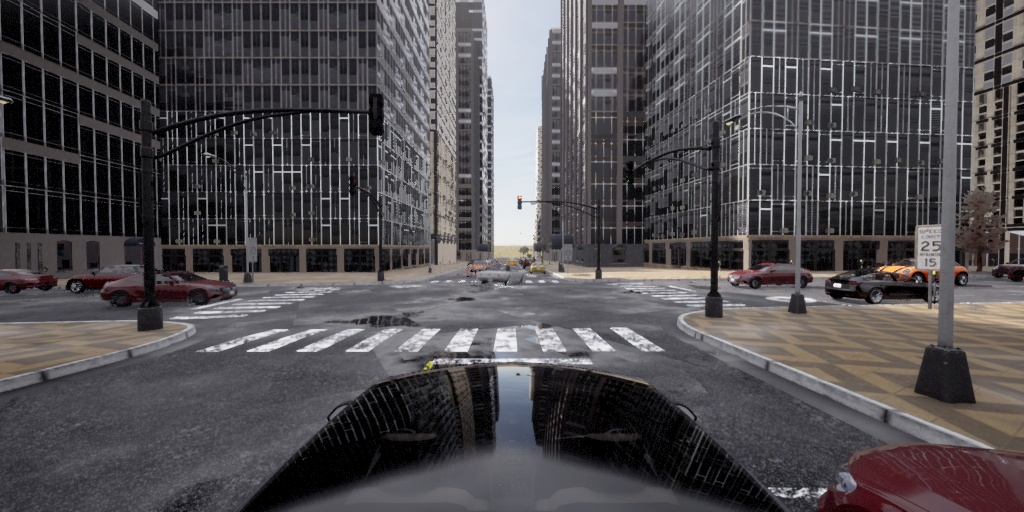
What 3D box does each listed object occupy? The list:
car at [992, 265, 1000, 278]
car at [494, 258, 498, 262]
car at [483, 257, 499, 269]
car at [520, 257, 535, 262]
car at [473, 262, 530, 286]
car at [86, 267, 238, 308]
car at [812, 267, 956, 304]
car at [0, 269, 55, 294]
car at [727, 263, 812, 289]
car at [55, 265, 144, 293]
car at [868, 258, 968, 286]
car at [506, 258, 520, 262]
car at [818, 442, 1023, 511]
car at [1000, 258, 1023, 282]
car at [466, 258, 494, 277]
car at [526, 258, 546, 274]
[{"bbox_3d":[37.693,0.864,26.110,4.097,1.591,1.967,0,0,-5],"label":"car"},{"bbox_3d":[-3.116,1.203,44.214,1.882,1.535,5.008,0,0,0],"label":"car"},{"bbox_3d":[-3.107,1.066,54.257,2.097,1.767,4.553,0,0,0],"label":"car"},{"bbox_3d":[2.709,1.028,55.015,2.192,1.841,5.009,0,0,0],"label":"car"},{"bbox_3d":[-0.601,1.292,24.839,1.895,1.301,4.718,1,-1,21],"label":"car"},{"bbox_3d":[-14.731,1.376,15.565,4.674,1.442,1.812,0,1,-8],"label":"car"},{"bbox_3d":[16.124,1.293,15.693,4.313,1.339,1.948,0,0,-5],"label":"car"},{"bbox_3d":[-28.204,1.391,20.004,4.207,1.307,1.802,0,0,-5],"label":"car"},{"bbox_3d":[15.392,1.135,21.437,4.674,1.442,1.812,0,1,-5],"label":"car"},{"bbox_3d":[-22.579,1.216,20.528,4.097,1.591,1.967,0,0,-5],"label":"car"},{"bbox_3d":[25.339,0.904,22.347,4.553,1.767,2.097,0,1,-5],"label":"car"},{"bbox_3d":[-0.026,1.178,64.993,1.882,1.535,5.008,0,0,0],"label":"car"},{"bbox_3d":[2.692,1.333,0.395,1.802,1.307,4.207,0,0,0],"label":"car"},{"bbox_3d":[35.348,0.845,23.267,4.553,1.767,2.097,0,1,-5],"label":"car"},{"bbox_3d":[-3.112,1.085,34.279,2.097,1.767,4.553,0,0,0],"label":"car"},{"bbox_3d":[2.805,1.254,39.933,1.751,1.417,4.829,0,0,0],"label":"car"}]
